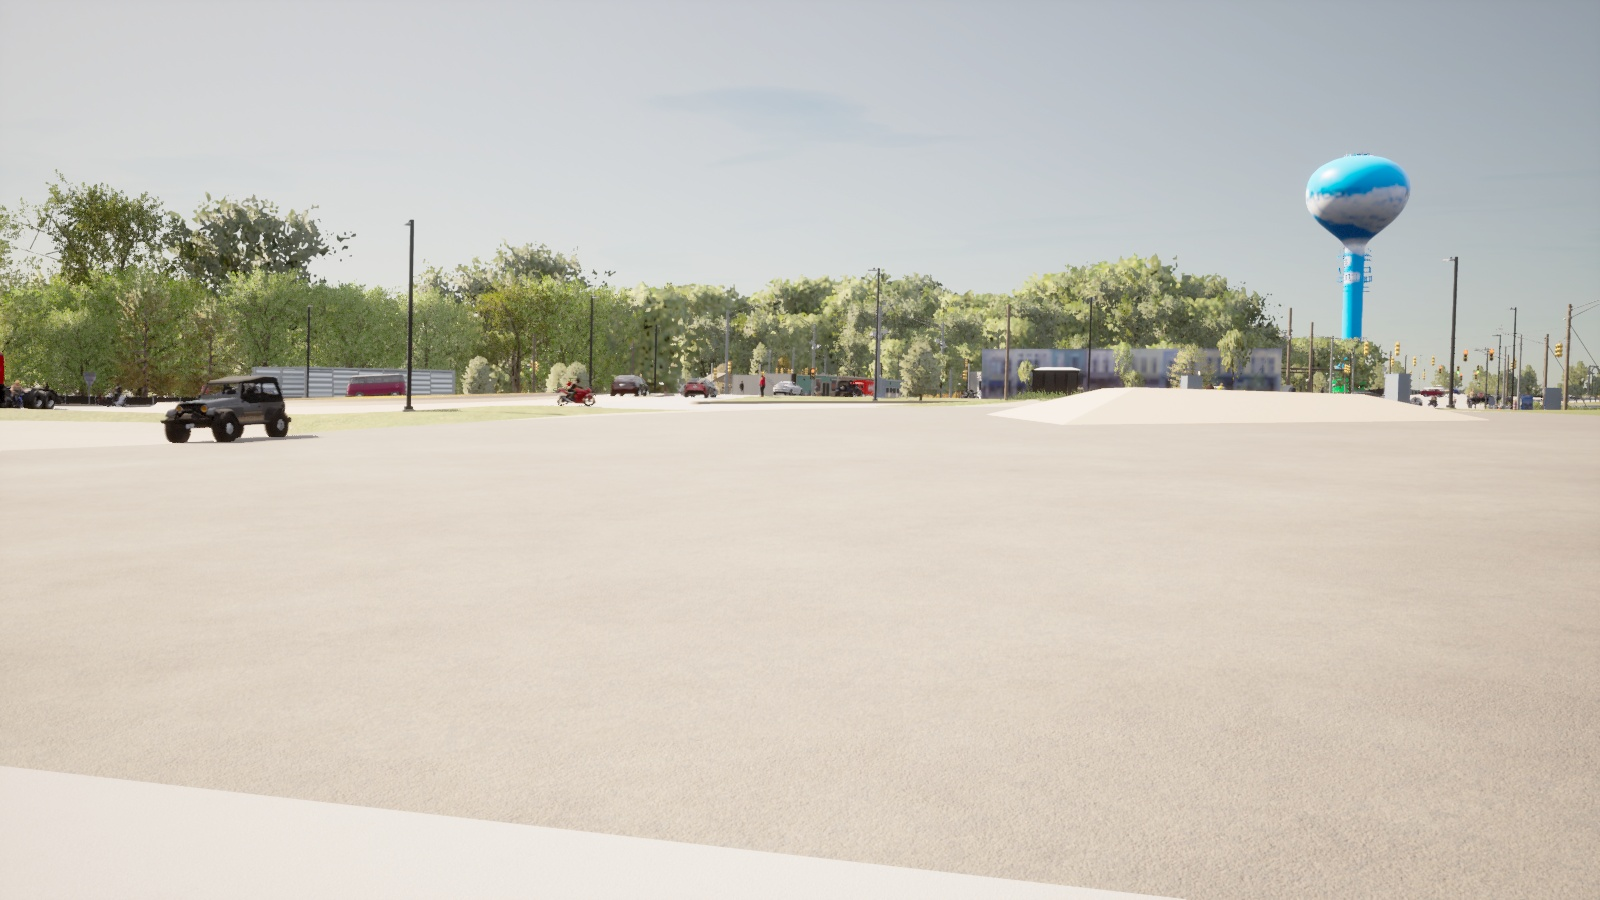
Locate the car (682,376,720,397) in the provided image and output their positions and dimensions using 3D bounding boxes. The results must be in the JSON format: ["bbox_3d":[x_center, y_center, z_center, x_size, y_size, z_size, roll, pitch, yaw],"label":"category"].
[{"bbox_3d":[-7.586,-4.881,96.540,2.007,1.525,4.514,2,3,7],"label":"car"}]

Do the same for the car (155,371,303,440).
[{"bbox_3d":[-16.715,-1.354,36.969,1.905,1.878,3.866,-1,4,13],"label":"car"}]

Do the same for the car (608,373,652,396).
[{"bbox_3d":[-11.782,-4.545,87.273,2.163,1.488,4.792,1,3,3],"label":"car"}]

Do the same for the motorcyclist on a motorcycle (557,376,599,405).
[{"bbox_3d":[-11.581,-3.091,65.426,2.044,1.523,0.797,0,2,1],"label":"motorcyclist on a motorcycle"}]

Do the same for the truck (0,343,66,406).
[{"bbox_3d":[-47.409,-4.565,74.390,2.891,3.462,7.936,5,1,0],"label":"truck"}]
